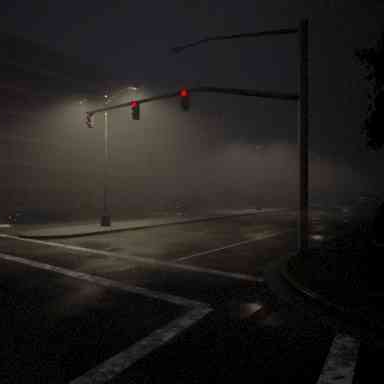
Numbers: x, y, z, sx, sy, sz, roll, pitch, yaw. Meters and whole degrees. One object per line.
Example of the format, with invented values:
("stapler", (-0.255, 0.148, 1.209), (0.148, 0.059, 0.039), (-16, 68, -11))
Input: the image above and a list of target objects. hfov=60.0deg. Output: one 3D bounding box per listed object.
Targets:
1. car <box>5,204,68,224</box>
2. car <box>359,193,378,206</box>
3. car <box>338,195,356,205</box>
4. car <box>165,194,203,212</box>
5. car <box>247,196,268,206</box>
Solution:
("car", (-11.396, 1.564, 24.566), (1.994, 1.385, 4.181), (0, 0, 36))
("car", (28.722, 1.221, 54.041), (2.150, 2.045, 5.566), (0, 0, 36))
("car", (26.656, 1.352, 57.155), (2.097, 1.767, 4.553), (0, 0, 36))
("car", (-0.839, 1.223, 39.138), (2.150, 2.045, 5.566), (0, 0, 36))
("car", (10.890, 1.478, 55.187), (1.882, 1.535, 5.008), (0, 0, 36))
